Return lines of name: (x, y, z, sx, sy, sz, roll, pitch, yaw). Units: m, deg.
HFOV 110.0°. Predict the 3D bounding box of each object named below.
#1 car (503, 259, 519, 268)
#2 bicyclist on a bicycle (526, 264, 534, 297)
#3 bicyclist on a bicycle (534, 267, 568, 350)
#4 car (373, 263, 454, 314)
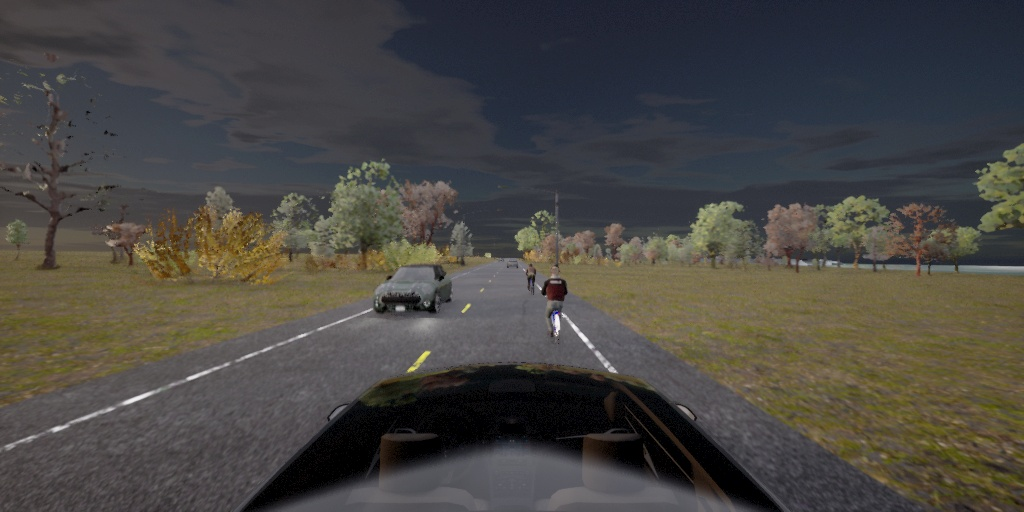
car: (0.099, 1.253, 59.738, 2.128, 1.511, 4.902, 0, 0, 0)
bicyclist on a bicycle: (0.962, 1.206, 17.911, 0.582, 1.620, 1.656, 0, 0, 0)
bicyclist on a bicycle: (0.962, 1.122, 8.225, 0.659, 1.776, 1.843, 0, 0, 0)
car: (-3.601, 1.104, 13.798, 2.097, 1.767, 4.553, 0, 0, 0)
